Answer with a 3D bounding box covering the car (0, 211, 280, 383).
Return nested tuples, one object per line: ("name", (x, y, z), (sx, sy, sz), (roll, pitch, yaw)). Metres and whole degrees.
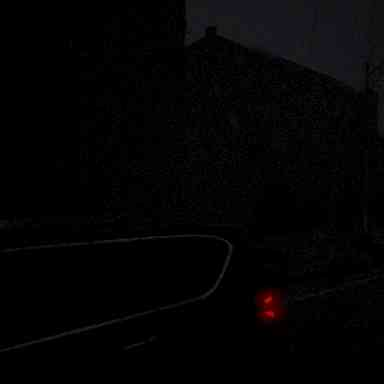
("car", (-1.754, 1.219, 2.433), (5.566, 2.045, 2.150), (1, 0, -36))
